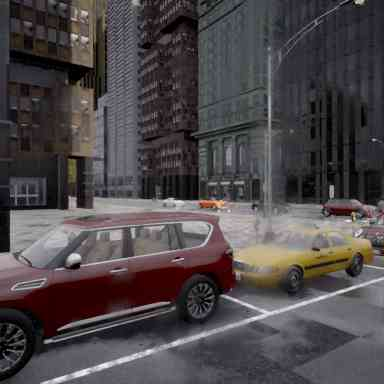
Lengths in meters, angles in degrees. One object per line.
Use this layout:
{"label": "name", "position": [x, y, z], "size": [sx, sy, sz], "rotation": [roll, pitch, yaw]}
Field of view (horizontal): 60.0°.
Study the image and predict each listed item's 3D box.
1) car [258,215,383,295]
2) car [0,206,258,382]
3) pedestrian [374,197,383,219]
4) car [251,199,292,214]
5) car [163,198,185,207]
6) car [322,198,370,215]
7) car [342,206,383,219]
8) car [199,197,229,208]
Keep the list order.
{"label": "car", "position": [2.928, 1.525, 8.742], "size": [4.829, 1.417, 1.752], "rotation": [0, 0, -36]}
{"label": "car", "position": [-1.495, 1.315, 5.588], "size": [5.009, 1.841, 2.192], "rotation": [0, 0, -36]}
{"label": "pedestrian", "position": [10.539, 1.141, 18.493], "size": [0.375, 1.860, 0.375], "rotation": [0, 0, -36]}
{"label": "car", "position": [8.780, 1.579, 36.998], "size": [1.837, 1.490, 4.892], "rotation": [0, 0, -35]}
{"label": "car", "position": [-2.941, 1.659, 53.516], "size": [1.812, 1.442, 4.674], "rotation": [0, 0, -36]}
{"label": "car", "position": [14.022, 1.399, 29.642], "size": [2.097, 1.767, 4.553], "rotation": [0, 0, -35]}
{"label": "car", "position": [7.627, 1.439, 12.094], "size": [4.097, 1.590, 1.967], "rotation": [0, 0, -36]}
{"label": "car", "position": [2.918, 1.456, 45.245], "size": [2.097, 1.767, 4.553], "rotation": [0, 0, -36]}
